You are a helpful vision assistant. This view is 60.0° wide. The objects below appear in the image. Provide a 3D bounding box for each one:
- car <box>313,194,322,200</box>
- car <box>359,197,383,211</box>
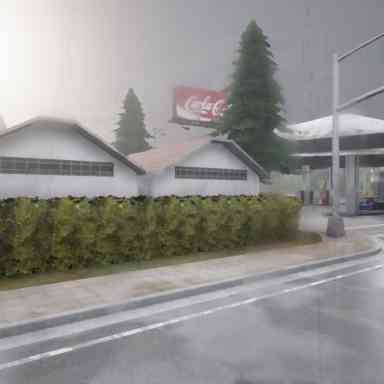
[{"bbox_3d":[32.997,1.330,89.503,2.152,1.636,5.027,0,0,-36],"label":"car"},{"bbox_3d":[21.881,1.480,40.020,4.611,1.667,2.242,0,0,-36],"label":"car"}]
